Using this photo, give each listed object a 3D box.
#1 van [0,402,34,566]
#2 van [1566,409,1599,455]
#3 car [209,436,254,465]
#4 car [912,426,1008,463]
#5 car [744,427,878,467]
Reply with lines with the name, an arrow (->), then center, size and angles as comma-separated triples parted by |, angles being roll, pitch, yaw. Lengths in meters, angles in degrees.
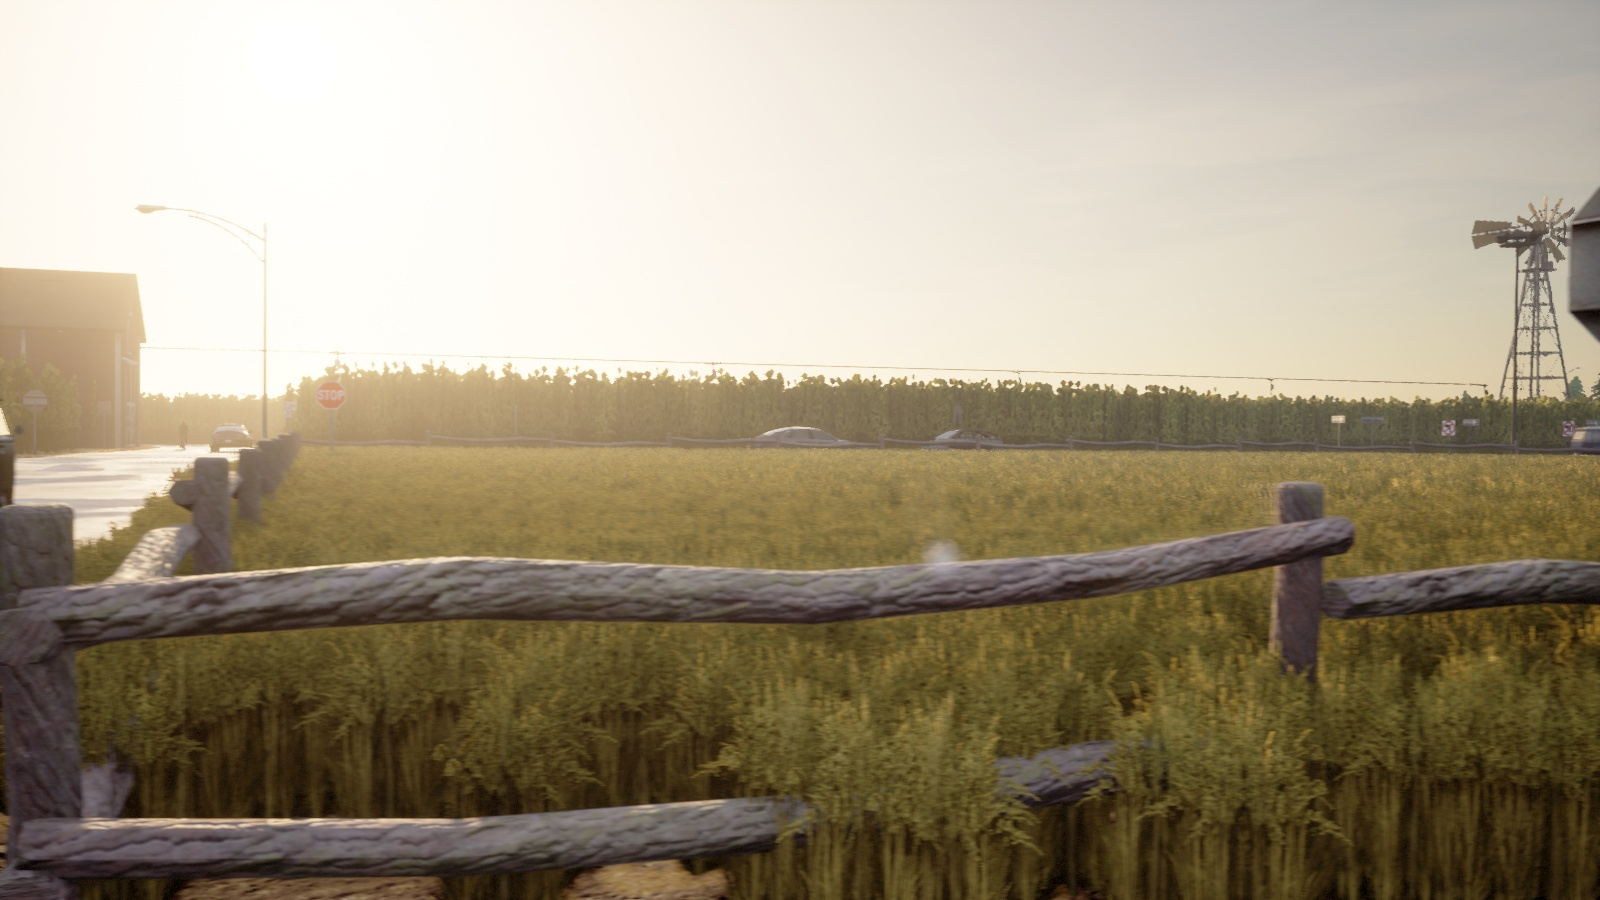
van -> -10.414, 0.431, 14.561 | 1.775, 1.987, 4.442 | -1, 1, -21
van -> 35.838, -0.810, 54.183 | 4.442, 1.987, 1.775 | -1, 1, 14
car -> -29.587, 0.007, 65.419 | 1.812, 1.442, 4.674 | -1, 0, -21
car -> 6.958, -0.275, 54.607 | 3.705, 1.549, 1.789 | -1, 1, -20
car -> 0.420, -0.122, 48.867 | 4.892, 1.490, 1.837 | -1, 1, -20
